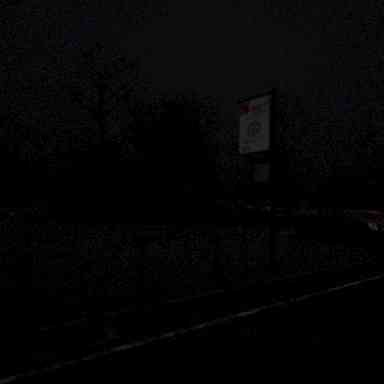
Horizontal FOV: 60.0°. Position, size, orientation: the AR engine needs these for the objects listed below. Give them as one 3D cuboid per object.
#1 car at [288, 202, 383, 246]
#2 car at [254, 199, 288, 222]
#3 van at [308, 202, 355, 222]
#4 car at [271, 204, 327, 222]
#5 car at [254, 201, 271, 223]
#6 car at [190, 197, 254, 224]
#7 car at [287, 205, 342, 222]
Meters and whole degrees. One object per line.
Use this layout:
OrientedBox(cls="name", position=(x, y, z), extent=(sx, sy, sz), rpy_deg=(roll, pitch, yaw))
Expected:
OrientedBox(cls="car", position=(7.473, 1.544, 16.528), extent=(2.185, 1.767, 4.553), rpy_deg=(2, -1, -36))
OrientedBox(cls="car", position=(6.470, 1.671, 30.890), extent=(2.435, 2.045, 5.566), rpy_deg=(2, -1, -36))
OrientedBox(cls="van", position=(15.583, 2.166, 37.339), extent=(1.878, 1.987, 4.442), rpy_deg=(3, -2, -36))
OrientedBox(cls="car", position=(10.974, 2.146, 34.395), extent=(1.946, 1.575, 5.366), rpy_deg=(3, -2, -36))
OrientedBox(cls="car", position=(4.192, 1.827, 29.263), extent=(2.231, 1.521, 4.892), rpy_deg=(2, -1, -36))
OrientedBox(cls="car", position=(2.054, 1.487, 27.681), extent=(2.435, 2.045, 5.566), rpy_deg=(2, -1, -36))
OrientedBox(cls="car", position=(13.133, 2.261, 35.948), extent=(1.946, 1.575, 5.366), rpy_deg=(3, -2, -36))
